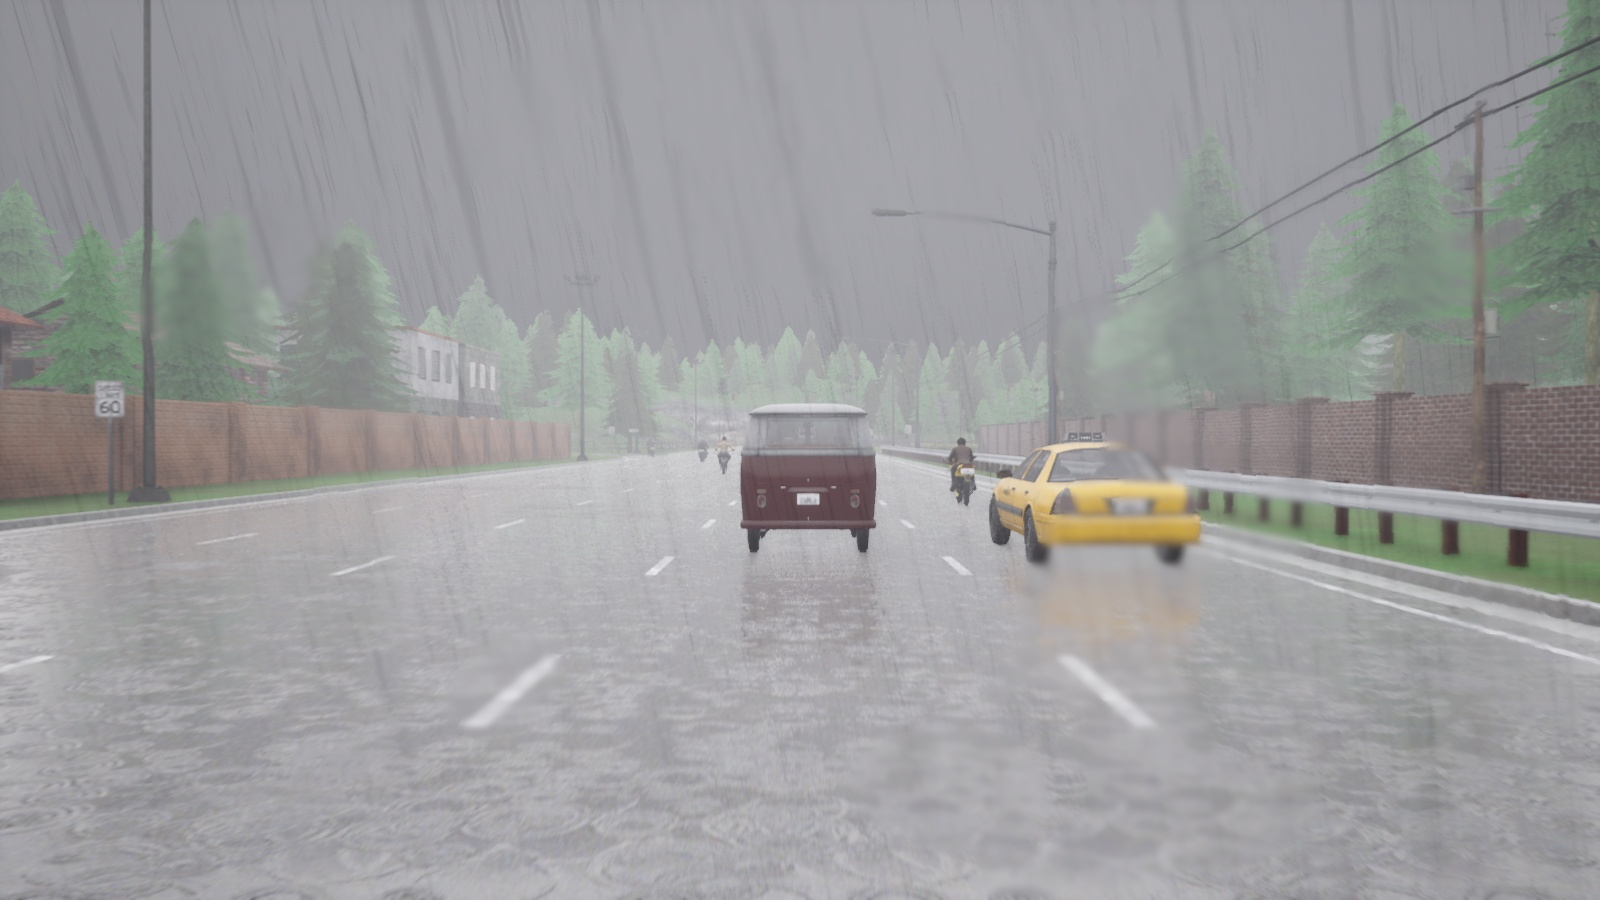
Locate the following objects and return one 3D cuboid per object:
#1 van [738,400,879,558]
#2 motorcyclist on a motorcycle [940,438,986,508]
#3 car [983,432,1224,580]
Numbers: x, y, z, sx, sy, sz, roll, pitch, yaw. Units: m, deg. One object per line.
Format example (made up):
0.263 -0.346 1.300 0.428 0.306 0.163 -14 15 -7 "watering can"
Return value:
0.116 0.350 18.000 1.775 1.987 4.442 0 0 0 "van"
3.675 0.496 28.426 0.797 1.523 2.044 0 0 0 "motorcyclist on a motorcycle"
3.605 0.559 15.996 1.801 1.575 5.366 0 1 0 "car"
